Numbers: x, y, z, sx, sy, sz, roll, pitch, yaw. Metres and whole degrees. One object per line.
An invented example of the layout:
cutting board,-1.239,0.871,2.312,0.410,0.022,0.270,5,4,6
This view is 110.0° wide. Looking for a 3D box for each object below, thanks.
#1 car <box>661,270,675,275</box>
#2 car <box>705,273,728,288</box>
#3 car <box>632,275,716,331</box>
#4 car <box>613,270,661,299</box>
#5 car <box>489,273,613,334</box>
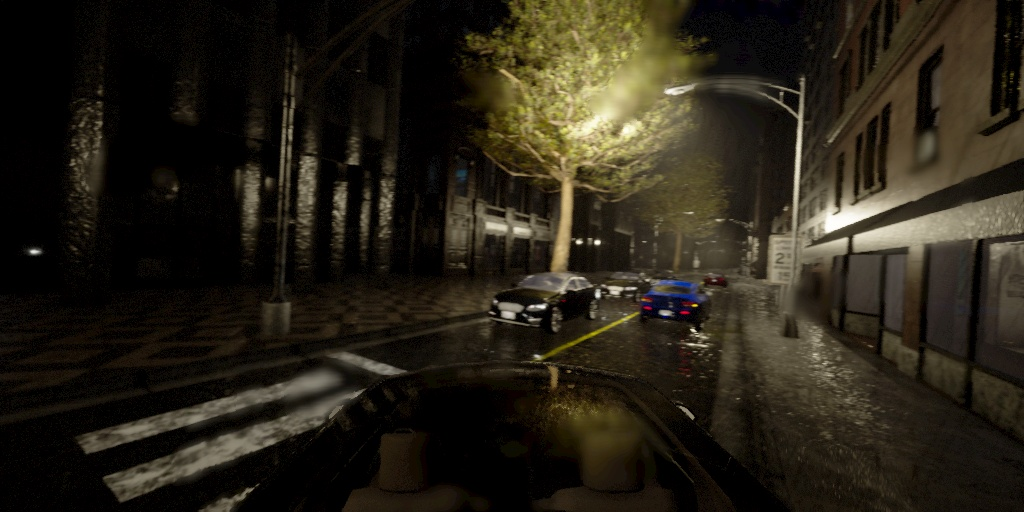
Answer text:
car,11.476,1.823,27.529,2.128,1.511,4.902,3,0,32
car,20.522,2.390,36.099,1.994,1.385,4.181,3,0,32
car,5.788,1.578,12.517,1.812,1.442,4.674,3,0,33
car,6.180,1.545,19.043,2.128,1.511,4.902,3,0,32
car,1.215,1.285,11.076,2.128,1.511,4.902,3,0,32
